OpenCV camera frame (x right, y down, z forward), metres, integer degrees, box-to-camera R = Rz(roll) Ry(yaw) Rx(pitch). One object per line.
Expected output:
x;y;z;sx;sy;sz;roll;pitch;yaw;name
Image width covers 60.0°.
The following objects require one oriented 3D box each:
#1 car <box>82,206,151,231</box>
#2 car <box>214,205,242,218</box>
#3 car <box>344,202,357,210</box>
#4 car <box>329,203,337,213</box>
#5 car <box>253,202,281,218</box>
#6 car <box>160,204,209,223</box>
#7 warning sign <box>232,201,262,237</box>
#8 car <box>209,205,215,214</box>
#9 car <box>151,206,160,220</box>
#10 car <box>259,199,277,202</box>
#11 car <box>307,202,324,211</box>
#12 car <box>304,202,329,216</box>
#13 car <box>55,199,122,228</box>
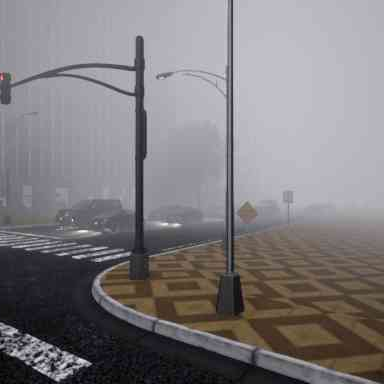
-5.160;1.886;23.241;1.994;1.385;4.181;0;-1;32;car
4.826;2.254;38.802;1.895;1.301;4.718;0;-1;33;car
31.425;2.772;65.964;1.801;1.575;5.366;0;-1;33;car
21.774;2.540;53.019;1.837;1.490;4.892;0;-1;33;car
8.576;2.232;38.269;2.033;1.411;5.357;0;-1;33;car
-0.630;2.036;30.308;1.994;1.385;4.181;0;-1;32;car
3.087;1.456;18.559;1.300;1.860;1.060;1;1;33;warning sign
3.039;2.282;42.030;1.895;1.301;4.718;0;-1;32;car
-2.433;2.005;33.507;1.837;1.490;4.892;0;-1;33;car
10.666;2.067;47.833;2.150;2.045;5.566;0;-1;33;car
22.193;2.609;59.509;1.882;1.535;5.008;0;-1;33;car
16.486;2.408;44.680;2.033;1.411;5.357;0;-1;33;car
-7.610;1.550;25.437;2.150;2.045;5.566;0;-1;33;car
